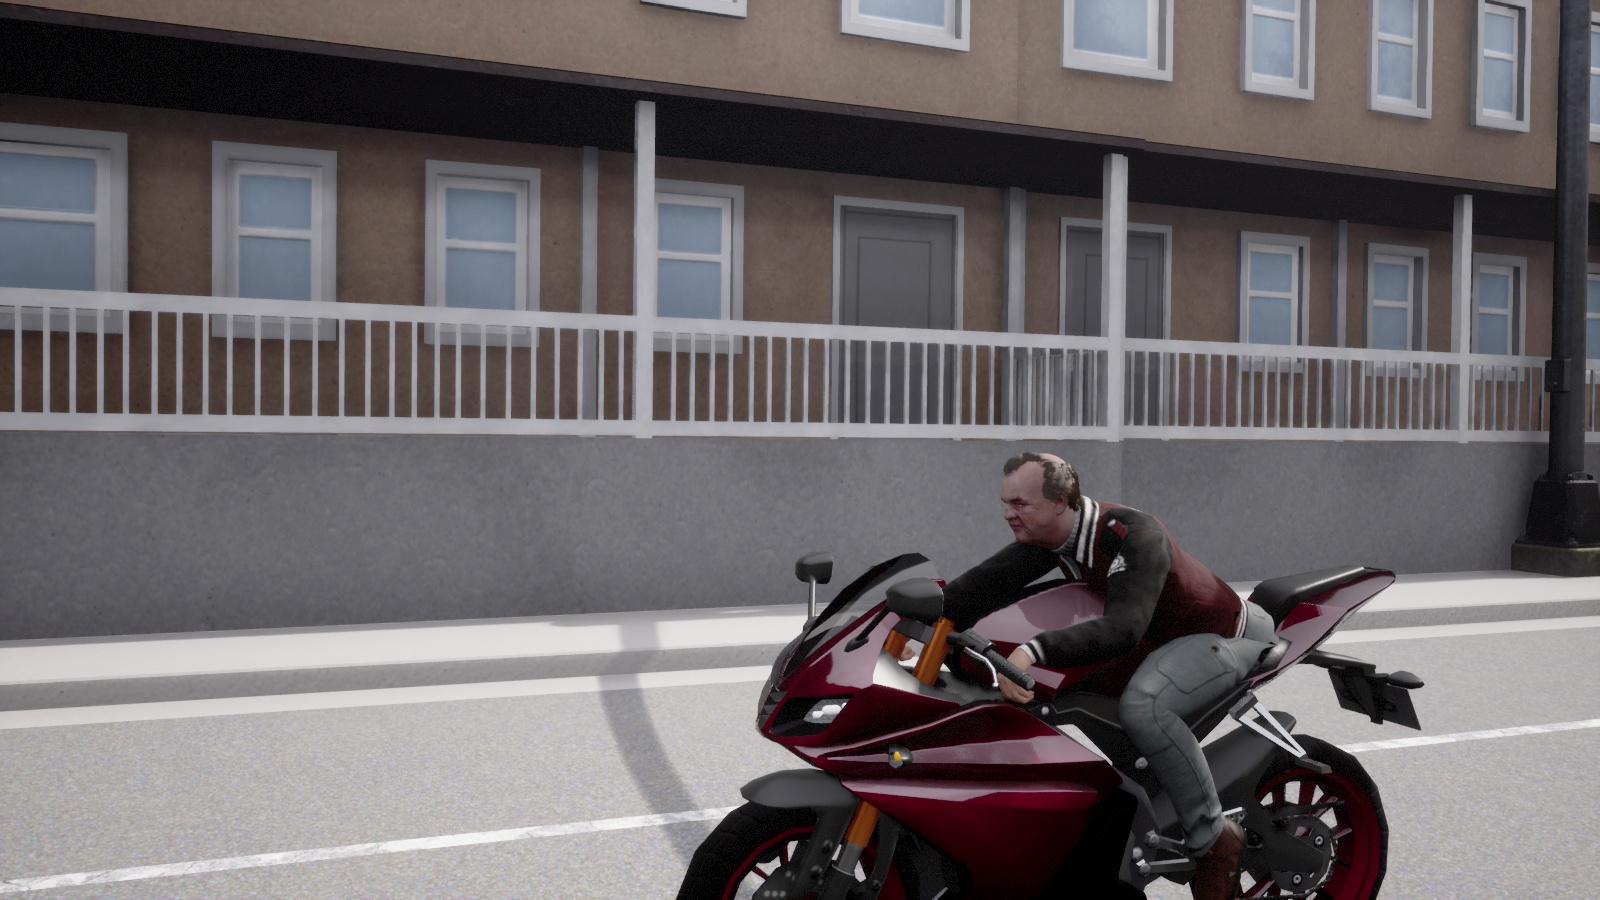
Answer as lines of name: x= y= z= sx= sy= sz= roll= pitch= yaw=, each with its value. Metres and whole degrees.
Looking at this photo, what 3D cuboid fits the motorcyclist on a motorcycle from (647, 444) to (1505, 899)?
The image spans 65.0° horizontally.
motorcyclist on a motorcycle: x=0.755 y=0.768 z=3.489 sx=2.191 sy=1.530 sz=0.866 roll=-1 pitch=1 yaw=-19
